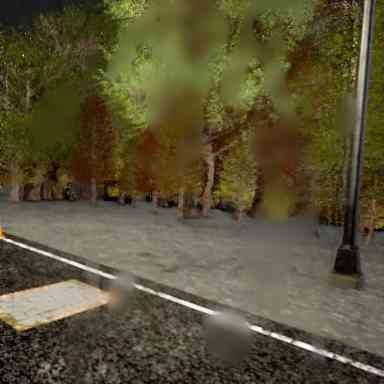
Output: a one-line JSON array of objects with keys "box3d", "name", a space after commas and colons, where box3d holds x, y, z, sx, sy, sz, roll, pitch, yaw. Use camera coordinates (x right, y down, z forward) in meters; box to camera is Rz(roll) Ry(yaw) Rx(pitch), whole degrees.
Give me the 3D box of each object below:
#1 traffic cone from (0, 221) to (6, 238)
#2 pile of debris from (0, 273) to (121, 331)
[{"box3d": [-6.271, 1.174, 10.803, 0.340, 0.580, 0.340, 6, 3, 37], "name": "traffic cone"}, {"box3d": [-2.482, 1.851, 5.920, 1.500, 0.140, 1.860, 6, 3, 37], "name": "pile of debris"}]
